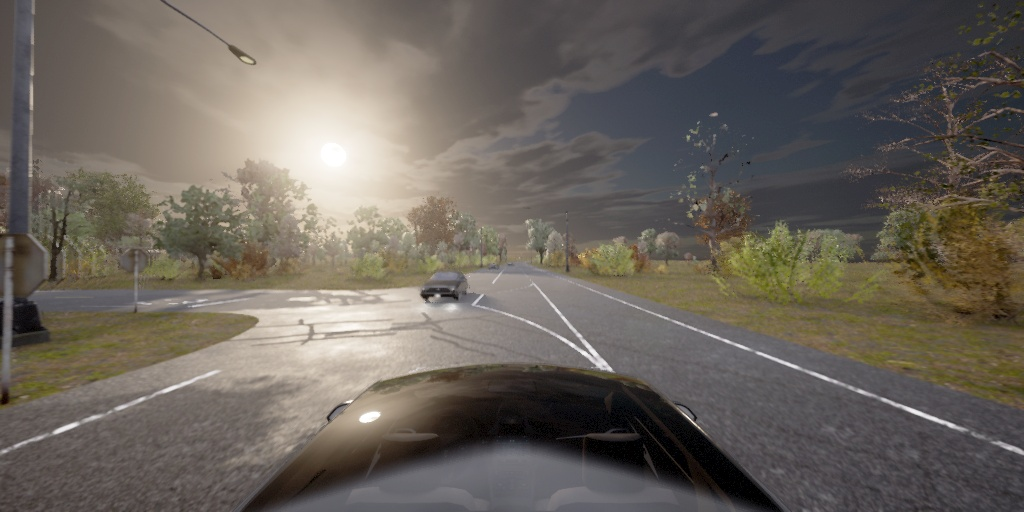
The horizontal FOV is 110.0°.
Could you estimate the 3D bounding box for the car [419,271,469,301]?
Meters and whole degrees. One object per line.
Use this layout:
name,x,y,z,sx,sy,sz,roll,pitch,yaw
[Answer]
car,-3.437,1.509,19.292,2.033,1.411,5.357,0,-1,0
